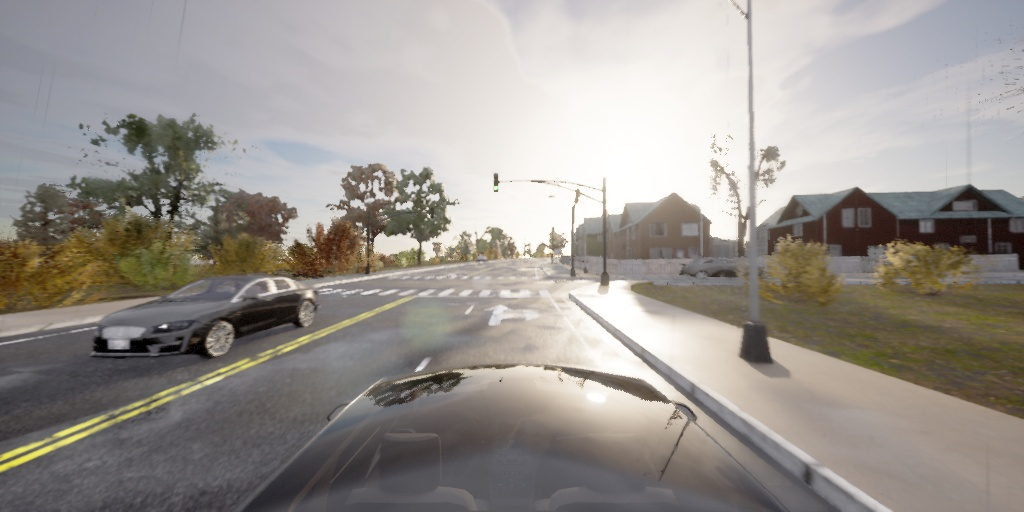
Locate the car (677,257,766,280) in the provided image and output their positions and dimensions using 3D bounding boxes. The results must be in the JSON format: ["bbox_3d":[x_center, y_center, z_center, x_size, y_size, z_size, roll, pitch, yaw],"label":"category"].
[{"bbox_3d":[13.129,0.833,22.658,4.902,1.511,2.128,-1,-2,8],"label":"car"}]

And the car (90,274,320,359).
[{"bbox_3d":[-6.521,1.208,8.432,2.128,1.511,4.902,0,0,1],"label":"car"}]
